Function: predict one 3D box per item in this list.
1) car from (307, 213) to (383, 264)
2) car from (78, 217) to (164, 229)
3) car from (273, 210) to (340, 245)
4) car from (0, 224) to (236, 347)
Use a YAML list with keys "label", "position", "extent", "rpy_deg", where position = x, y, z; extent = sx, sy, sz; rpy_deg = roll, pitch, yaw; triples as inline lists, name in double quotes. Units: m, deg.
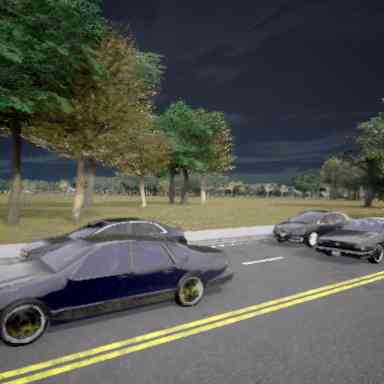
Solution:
- label: "car"
  position: [6.953, 1.673, 12.558]
  extent: [5.357, 1.411, 2.033]
  rpy_deg: [1, 0, -35]
- label: "car"
  position: [-2.399, 1.542, 9.938]
  extent: [4.892, 1.490, 1.837]
  rpy_deg: [1, -1, -36]
- label: "car"
  position: [5.905, 1.641, 15.786]
  extent: [4.892, 1.490, 1.837]
  rpy_deg: [1, 0, -35]
- label: "car"
  position: [-1.603, 1.571, 6.523]
  extent: [5.357, 1.411, 2.033]
  rpy_deg: [1, 0, -35]
